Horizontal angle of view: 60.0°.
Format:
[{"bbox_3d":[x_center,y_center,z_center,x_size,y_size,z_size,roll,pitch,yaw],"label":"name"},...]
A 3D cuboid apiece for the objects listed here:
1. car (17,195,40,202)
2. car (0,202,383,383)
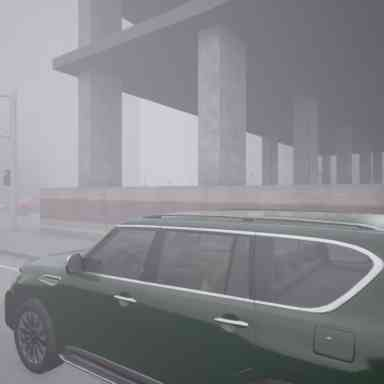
[{"bbox_3d":[-15.155,1.276,32.336,2.150,2.045,5.566,0,0,36],"label":"car"},{"bbox_3d":[0.051,1.221,3.948,5.566,2.045,2.150,0,0,36],"label":"car"}]
